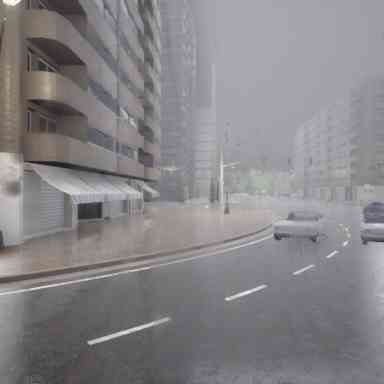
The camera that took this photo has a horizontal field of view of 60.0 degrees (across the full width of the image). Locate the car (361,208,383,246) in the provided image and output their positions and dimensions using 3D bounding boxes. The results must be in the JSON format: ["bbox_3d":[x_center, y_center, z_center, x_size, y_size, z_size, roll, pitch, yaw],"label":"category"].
[{"bbox_3d":[8.658,1.601,14.936,1.895,1.301,4.718,0,0,27],"label":"car"}]

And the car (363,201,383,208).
[{"bbox_3d":[16.850,1.525,29.439,1.812,1.442,4.674,0,0,3],"label":"car"}]

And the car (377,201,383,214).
[{"bbox_3d":[20.421,1.600,32.933,1.895,1.301,4.718,0,0,6],"label":"car"}]

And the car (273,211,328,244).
[{"bbox_3d":[5.392,1.601,16.175,1.895,1.301,4.718,0,0,28],"label":"car"}]
